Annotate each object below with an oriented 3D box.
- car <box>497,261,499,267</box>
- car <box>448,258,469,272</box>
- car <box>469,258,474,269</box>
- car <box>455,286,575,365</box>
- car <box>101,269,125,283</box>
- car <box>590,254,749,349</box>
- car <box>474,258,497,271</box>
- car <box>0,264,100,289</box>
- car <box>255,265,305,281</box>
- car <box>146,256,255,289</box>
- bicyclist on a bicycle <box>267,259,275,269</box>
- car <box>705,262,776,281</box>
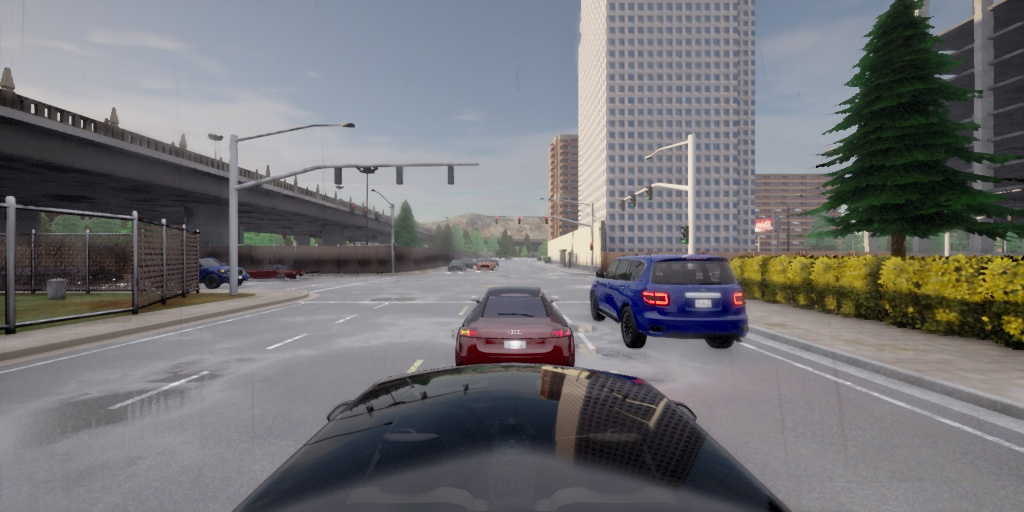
[{"bbox_3d":[-3.595,1.241,58.888,2.128,1.511,4.902,0,0,0],"label":"car"},{"bbox_3d":[-7.103,1.254,46.673,1.837,1.490,4.892,0,0,0],"label":"car"},{"bbox_3d":[-7.101,1.102,55.557,2.097,1.767,4.553,0,0,0],"label":"car"},{"bbox_3d":[0.062,1.314,7.447,1.994,1.385,4.181,0,0,0],"label":"car"},{"bbox_3d":[-32.204,1.353,26.635,5.357,1.411,2.033,0,0,0],"label":"car"},{"bbox_3d":[3.567,0.971,9.313,2.150,2.045,5.566,0,0,1],"label":"car"},{"bbox_3d":[-3.597,1.102,49.816,2.097,1.767,4.553,0,0,0],"label":"car"},{"bbox_3d":[-30.548,1.353,23.139,5.357,1.411,2.033,0,0,0],"label":"car"},{"bbox_3d":[-20.342,1.406,30.364,4.718,1.301,1.895,0,0,0],"label":"car"},{"bbox_3d":[-20.323,1.027,23.163,5.566,2.045,2.150,0,0,0],"label":"car"},{"bbox_3d":[-25.305,1.106,37.634,0.582,1.620,1.656,0,0,0],"label":"bicyclist on a bicycle"},{"bbox_3d":[19.301,1.310,30.455,4.892,1.490,1.837,0,0,0],"label":"car"}]
